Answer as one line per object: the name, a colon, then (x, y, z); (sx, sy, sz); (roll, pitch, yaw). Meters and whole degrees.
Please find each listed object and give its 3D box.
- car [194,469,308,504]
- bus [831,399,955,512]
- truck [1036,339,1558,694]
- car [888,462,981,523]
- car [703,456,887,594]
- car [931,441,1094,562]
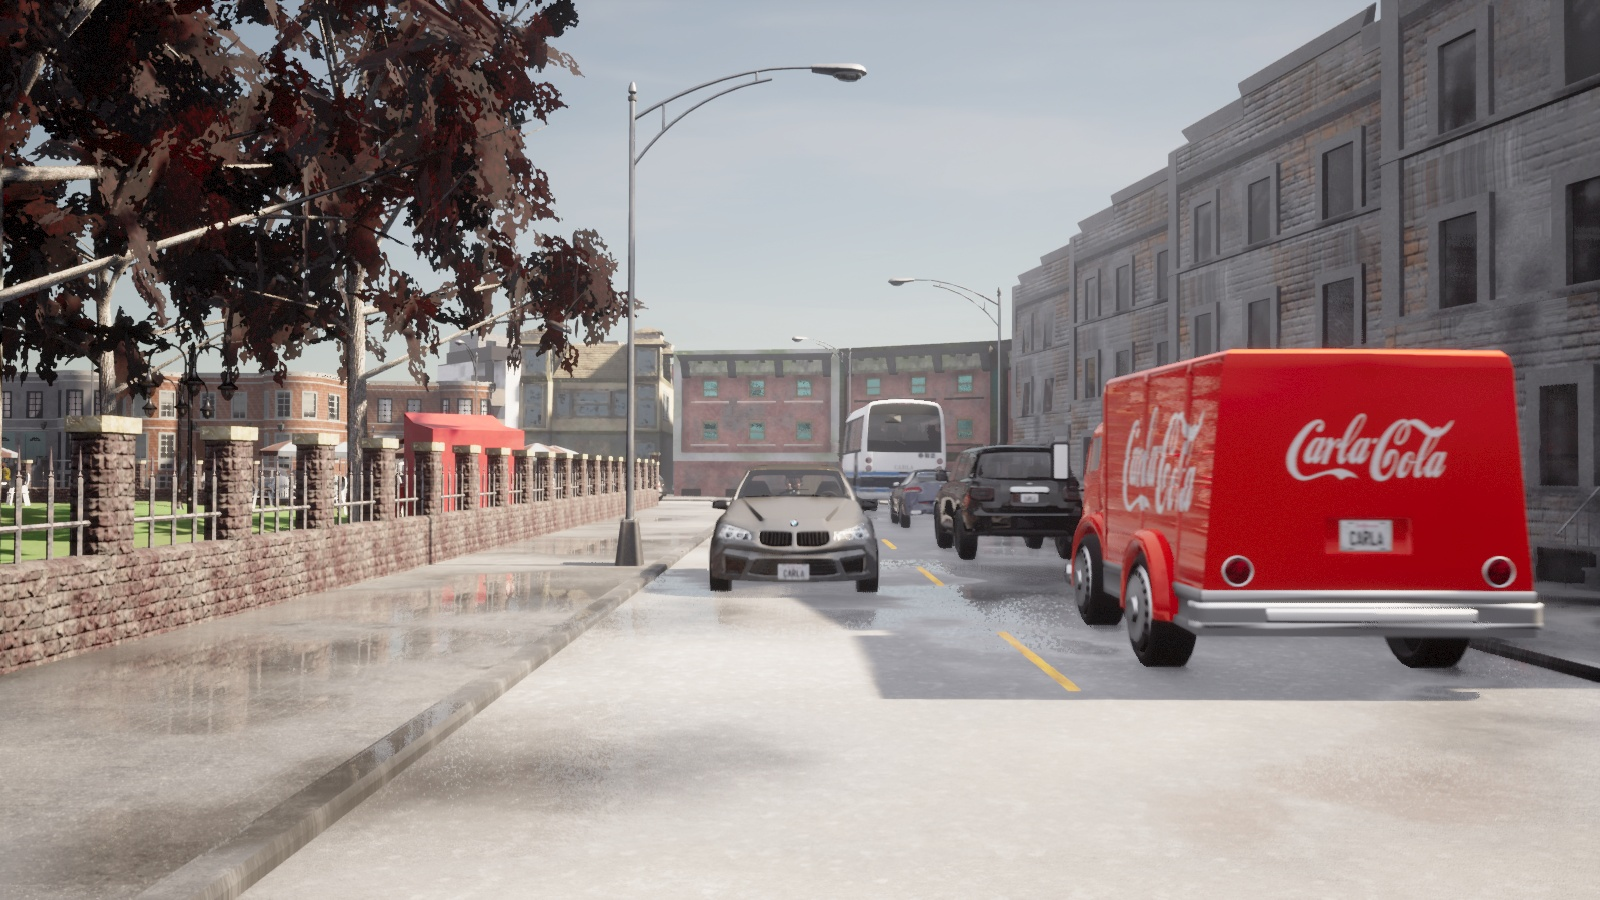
car: (-26.865, 1.798, 61.614); (4.611, 1.667, 2.242); (0, -1, 0)
bus: (3.625, 0.300, 52.271); (3.944, 4.253, 10.273); (0, -1, -3)
truck: (3.953, 0.503, 11.370); (2.627, 2.467, 5.204); (0, -1, 0)
car: (3.840, 1.193, 36.746); (2.152, 1.651, 5.027); (0, -1, 0)
car: (-0.074, 0.954, 17.604); (2.242, 1.667, 4.611); (0, -1, 0)
car: (3.897, 0.921, 24.073); (2.150, 2.045, 5.566); (0, -1, 0)
